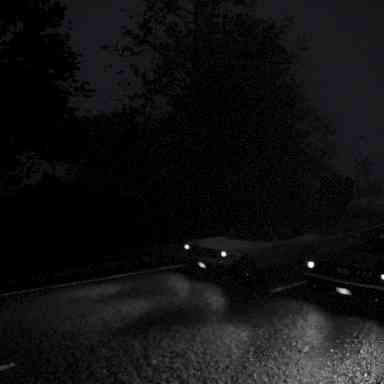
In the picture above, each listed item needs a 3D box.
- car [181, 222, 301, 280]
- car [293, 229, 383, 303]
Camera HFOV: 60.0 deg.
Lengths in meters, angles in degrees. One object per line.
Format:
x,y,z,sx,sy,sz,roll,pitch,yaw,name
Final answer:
1.964,1.628,10.206,4.718,1.301,1.895,0,0,-40,car
4.610,1.608,7.863,4.718,1.301,1.895,0,0,-40,car
